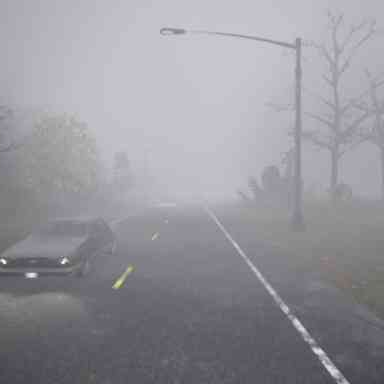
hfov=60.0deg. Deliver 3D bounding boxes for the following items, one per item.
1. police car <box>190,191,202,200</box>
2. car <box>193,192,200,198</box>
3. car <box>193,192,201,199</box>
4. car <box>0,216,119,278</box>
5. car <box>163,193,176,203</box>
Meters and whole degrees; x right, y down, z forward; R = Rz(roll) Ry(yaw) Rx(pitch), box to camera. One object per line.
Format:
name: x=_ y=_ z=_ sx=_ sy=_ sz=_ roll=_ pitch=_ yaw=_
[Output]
police car: x=1.049 y=0.791 z=67.649 sx=1.930 sy=1.638 sz=5.238 roll=0 pitch=1 yaw=0
car: x=1.049 y=0.723 z=83.541 sx=1.812 sy=1.442 sz=4.674 roll=0 pitch=1 yaw=0
car: x=1.049 y=0.715 z=77.729 sx=1.801 sy=1.575 sz=5.366 roll=0 pitch=1 yaw=0
car: x=-3.600 y=1.461 z=10.111 sx=2.033 sy=1.411 sz=5.357 roll=0 pitch=0 yaw=0
car: x=-3.562 y=0.999 z=53.985 sx=2.128 sy=1.511 sz=4.902 roll=0 pitch=1 yaw=0
